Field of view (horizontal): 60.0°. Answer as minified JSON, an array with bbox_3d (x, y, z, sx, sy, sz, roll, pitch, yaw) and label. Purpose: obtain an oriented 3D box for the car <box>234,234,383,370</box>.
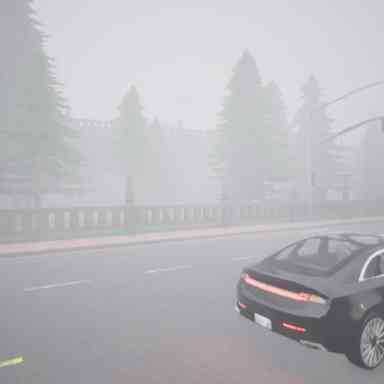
[{"bbox_3d":[2.989,1.472,5.651,4.902,1.511,2.128,0,0,-32],"label":"car"}]
